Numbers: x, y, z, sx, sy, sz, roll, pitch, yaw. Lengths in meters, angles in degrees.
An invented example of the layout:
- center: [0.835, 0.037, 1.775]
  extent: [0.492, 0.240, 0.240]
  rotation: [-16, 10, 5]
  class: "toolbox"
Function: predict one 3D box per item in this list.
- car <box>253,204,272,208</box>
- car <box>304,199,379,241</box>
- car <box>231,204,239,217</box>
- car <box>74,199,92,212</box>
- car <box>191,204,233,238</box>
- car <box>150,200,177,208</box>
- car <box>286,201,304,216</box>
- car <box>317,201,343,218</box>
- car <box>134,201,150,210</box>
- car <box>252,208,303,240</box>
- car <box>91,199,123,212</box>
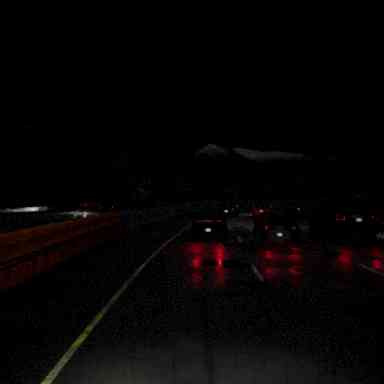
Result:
- center: [7.453, 1.920, 35.255]
  extent: [1.994, 1.385, 4.181]
  rotation: [0, -1, 13]
  class: "car"
- center: [7.966, 1.404, 17.987]
  extent: [2.150, 2.045, 5.566]
  rotation: [0, -1, 6]
  class: "car"
- center: [3.901, 1.921, 35.393]
  extent: [1.994, 1.385, 4.181]
  rotation: [0, -1, 13]
  class: "car"
- center: [-14.812, 1.831, 47.555]
  extent: [2.097, 1.767, 4.553]
  rotation: [0, -1, 16]
  class: "car"
- center: [1.063, 1.682, 18.805]
  extent: [2.128, 1.511, 4.902]
  rotation: [0, -1, 6]
  class: "car"
- center: [-3.765, 1.962, 47.981]
  extent: [1.882, 1.535, 5.008]
  rotation: [0, -1, 17]
  class: "car"
- center: [10.853, 1.700, 34.417]
  extent: [2.097, 1.767, 4.553]
  rotation: [0, -1, 13]
  class: "car"
- center: [14.871, 1.843, 36.127]
  extent: [1.882, 1.535, 5.008]
  rotation: [0, -1, 14]
  class: "car"
- center: [-6.935, 2.064, 49.530]
  extent: [1.994, 1.385, 4.181]
  rotation: [0, -1, 17]
  class: "car"
- center: [4.492, 1.786, 18.285]
  extent: [1.895, 1.301, 4.718]
  rotation: [0, -1, 6]
  class: "car"
- center: [-11.452, 1.961, 46.633]
  extent: [2.128, 1.511, 4.902]
  rotation: [0, -1, 16]
  class: "car"
